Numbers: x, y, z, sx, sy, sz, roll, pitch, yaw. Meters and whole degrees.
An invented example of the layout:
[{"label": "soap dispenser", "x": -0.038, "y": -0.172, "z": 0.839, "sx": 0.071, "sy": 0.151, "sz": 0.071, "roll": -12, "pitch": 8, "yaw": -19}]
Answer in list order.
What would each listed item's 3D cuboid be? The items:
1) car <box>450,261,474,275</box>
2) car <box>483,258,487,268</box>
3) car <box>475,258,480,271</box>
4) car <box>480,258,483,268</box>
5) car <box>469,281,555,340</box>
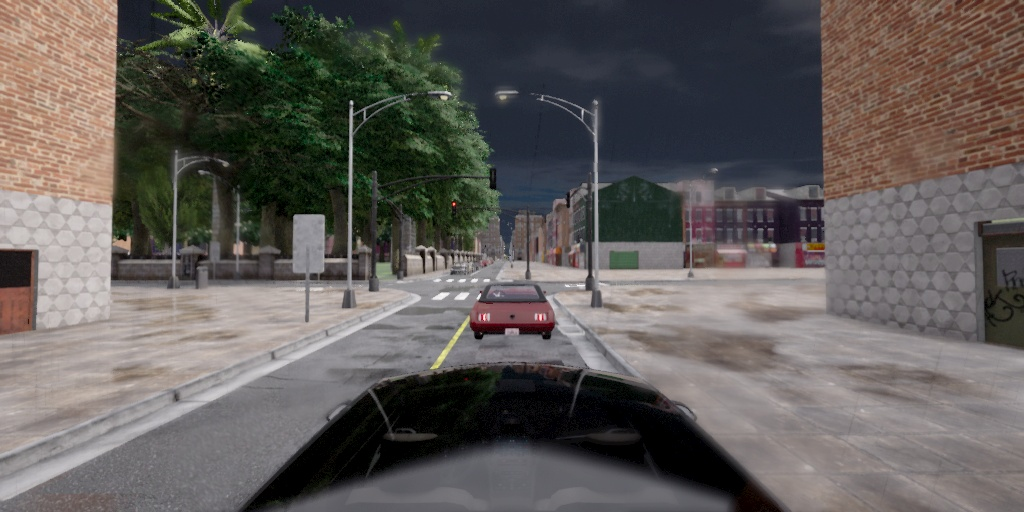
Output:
[{"label": "car", "x": -5.546, "y": 1.310, "z": 38.411, "sx": 2.007, "sy": 1.370, "sz": 4.403, "roll": 0, "pitch": 0, "yaw": 0}, {"label": "car", "x": -5.720, "y": 1.380, "z": 61.896, "sx": 1.802, "sy": 1.307, "sz": 4.207, "roll": 0, "pitch": 0, "yaw": 0}, {"label": "car", "x": -5.580, "y": 1.318, "z": 45.547, "sx": 2.007, "sy": 1.370, "sz": 4.403, "roll": 0, "pitch": 0, "yaw": 0}, {"label": "car", "x": -5.627, "y": 1.341, "z": 50.997, "sx": 1.948, "sy": 1.339, "sz": 4.313, "roll": 0, "pitch": 0, "yaw": 0}, {"label": "car", "x": 0.025, "y": 1.349, "z": 9.940, "sx": 1.895, "sy": 1.301, "sz": 4.718, "roll": 0, "pitch": 0, "yaw": 0}]
